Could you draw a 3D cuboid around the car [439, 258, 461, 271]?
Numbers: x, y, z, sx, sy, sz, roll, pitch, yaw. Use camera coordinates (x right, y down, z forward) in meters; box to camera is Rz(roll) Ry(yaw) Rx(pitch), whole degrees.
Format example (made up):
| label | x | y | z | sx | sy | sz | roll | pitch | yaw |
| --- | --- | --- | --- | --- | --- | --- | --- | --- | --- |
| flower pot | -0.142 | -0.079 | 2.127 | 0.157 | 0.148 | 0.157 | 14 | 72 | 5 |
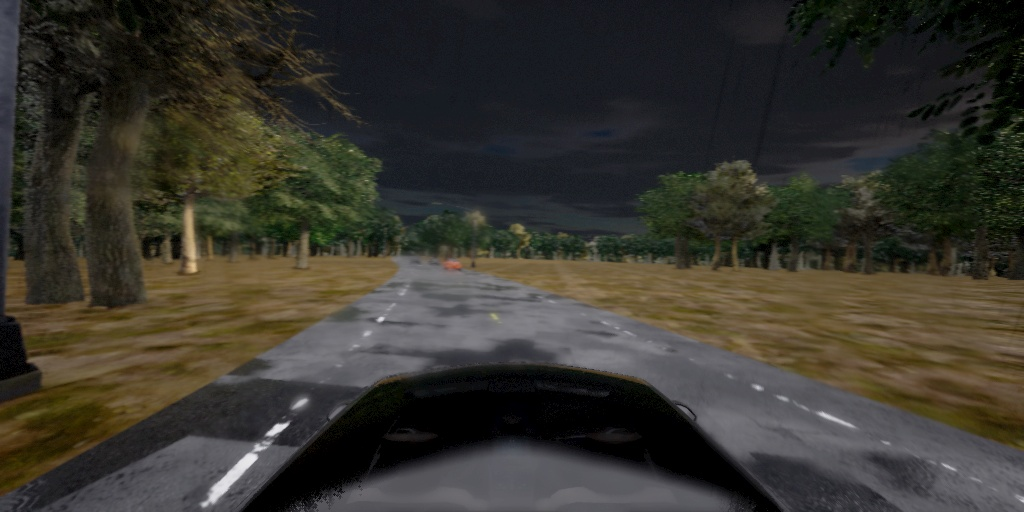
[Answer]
| label | x | y | z | sx | sy | sz | roll | pitch | yaw |
| --- | --- | --- | --- | --- | --- | --- | --- | --- | --- |
| car | -8.308 | 1.050 | 49.377 | 2.097 | 1.767 | 4.553 | 3 | -1 | -17 |
